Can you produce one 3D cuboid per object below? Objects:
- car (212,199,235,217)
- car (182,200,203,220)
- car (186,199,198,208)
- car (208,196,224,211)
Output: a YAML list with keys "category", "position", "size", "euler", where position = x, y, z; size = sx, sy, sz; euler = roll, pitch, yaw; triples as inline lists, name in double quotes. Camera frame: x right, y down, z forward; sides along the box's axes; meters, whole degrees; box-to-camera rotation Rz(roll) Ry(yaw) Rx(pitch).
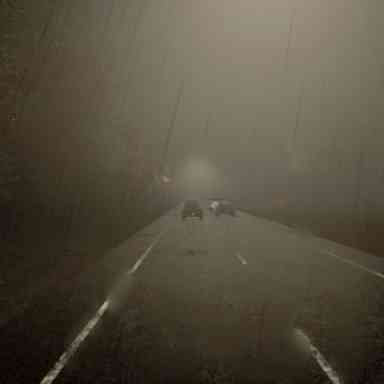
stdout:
- category: "car"
  position: [3.451, 1.809, 35.437]
  size: [1.812, 1.442, 4.674]
  euler: [0, 0, 0]
- category: "car"
  position: [0.056, 1.754, 31.635]
  size: [2.128, 1.511, 4.902]
  euler: [0, 0, 0]
- category: "car"
  position: [0.012, 2.048, 59.999]
  size: [1.994, 1.385, 4.181]
  euler: [0, 0, 0]
- category: "car"
  position: [3.437, 1.592, 46.073]
  size: [2.150, 2.045, 5.566]
  euler: [0, 0, 0]
